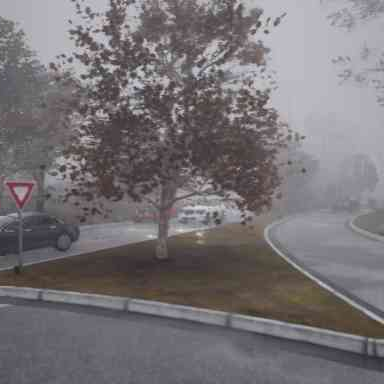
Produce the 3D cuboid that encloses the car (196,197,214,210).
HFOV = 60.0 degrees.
[{"bbox_3d":[1.977,1.672,50.804,2.097,1.767,4.553,0,0,-5],"label":"car"}]

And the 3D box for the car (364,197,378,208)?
[{"bbox_3d":[24.677,1.468,46.860,2.128,1.511,4.902,0,1,41],"label":"car"}]

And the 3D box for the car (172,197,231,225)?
[{"bbox_3d":[0.906,1.393,25.871,2.150,2.045,5.566,0,0,25],"label":"car"}]

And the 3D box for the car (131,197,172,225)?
[{"bbox_3d":[-2.469,1.402,26.258,2.150,2.045,5.566,0,-1,25],"label":"car"}]

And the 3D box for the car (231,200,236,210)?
[{"bbox_3d":[5.305,1.778,49.672,1.882,1.535,5.008,0,0,-4],"label":"car"}]

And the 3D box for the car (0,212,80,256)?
[{"bbox_3d":[-6.479,1.558,12.262,1.837,1.490,4.892,0,0,32],"label":"car"}]

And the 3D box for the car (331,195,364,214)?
[{"bbox_3d":[17.874,1.366,38.651,2.150,2.045,5.566,0,1,39],"label":"car"}]
